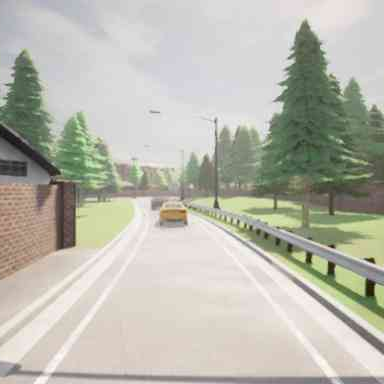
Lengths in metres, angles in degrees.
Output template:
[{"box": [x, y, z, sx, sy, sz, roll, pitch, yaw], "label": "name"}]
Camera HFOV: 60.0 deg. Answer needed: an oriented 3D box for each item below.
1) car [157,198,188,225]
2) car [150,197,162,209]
[{"box": [-1.401, 1.444, 23.972, 1.882, 1.535, 5.008, 0, 0, -6], "label": "car"}, {"box": [-4.359, 1.449, 43.237, 1.837, 1.490, 4.892, 0, 0, -10], "label": "car"}]
